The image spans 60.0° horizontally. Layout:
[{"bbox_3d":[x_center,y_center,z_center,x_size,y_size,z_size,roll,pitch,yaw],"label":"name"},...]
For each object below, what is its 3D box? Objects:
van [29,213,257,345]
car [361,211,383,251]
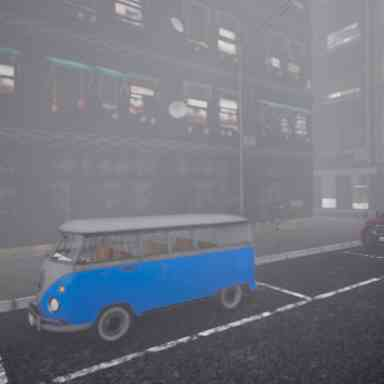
[{"bbox_3d":[-0.641,1.328,6.077,3.998,1.788,1.690,0,-1,-35],"label":"van"},{"bbox_3d":[8.468,1.251,12.601,5.009,1.841,2.192,0,-1,-35],"label":"car"}]
